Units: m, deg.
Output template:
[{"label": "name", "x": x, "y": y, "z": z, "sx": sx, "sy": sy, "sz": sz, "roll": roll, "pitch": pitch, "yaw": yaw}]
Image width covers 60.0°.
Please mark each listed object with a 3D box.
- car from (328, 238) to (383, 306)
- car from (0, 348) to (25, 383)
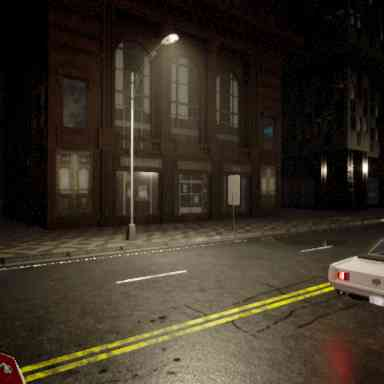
[{"label": "car", "x": 5.030, "y": 1.594, "z": 7.026, "sx": 4.718, "sy": 1.301, "sz": 1.895, "roll": 0, "pitch": 0, "yaw": -35}, {"label": "car", "x": -3.038, "y": 1.353, "z": 1.274, "sx": 4.553, "sy": 1.767, "sz": 2.097, "roll": 0, "pitch": 0, "yaw": -35}]
